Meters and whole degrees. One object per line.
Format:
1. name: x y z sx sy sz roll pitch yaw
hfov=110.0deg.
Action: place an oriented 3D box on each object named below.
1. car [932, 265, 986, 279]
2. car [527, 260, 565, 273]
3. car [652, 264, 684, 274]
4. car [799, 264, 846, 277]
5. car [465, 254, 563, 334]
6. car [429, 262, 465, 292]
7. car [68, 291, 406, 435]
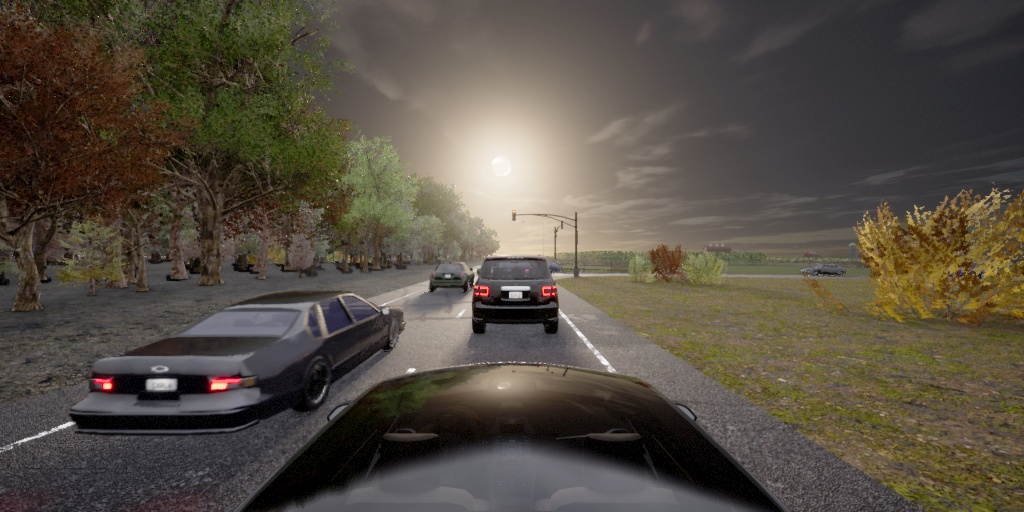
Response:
1. car: 50.304 1.775 40.411 5.008 1.535 1.882 1 -1 1
2. car: 4.487 1.390 47.456 4.674 1.442 1.812 2 2 37
3. car: 19.558 1.623 44.123 4.718 1.301 1.895 1 -1 0
4. car: 38.123 1.716 44.065 4.902 1.511 2.128 1 -1 0
5. car: 0.081 0.974 10.776 2.150 2.045 5.566 0 0 0
6. car: -3.435 1.107 21.329 2.097 1.767 4.553 0 0 0
7. car: -3.407 1.298 5.989 2.033 1.411 5.357 0 0 0
